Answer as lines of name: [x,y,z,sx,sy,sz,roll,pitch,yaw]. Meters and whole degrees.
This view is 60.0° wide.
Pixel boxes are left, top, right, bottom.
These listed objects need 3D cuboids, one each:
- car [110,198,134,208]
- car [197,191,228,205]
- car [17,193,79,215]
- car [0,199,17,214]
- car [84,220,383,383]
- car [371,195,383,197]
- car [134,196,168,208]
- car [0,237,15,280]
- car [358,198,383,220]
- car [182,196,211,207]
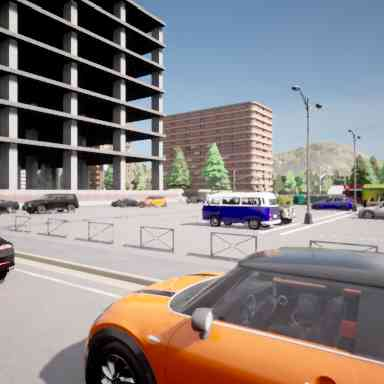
car: [-9.449,1.508,46.951,1.994,1.385,4.181,0,0,35]
car: [3.746,0.824,59.425,2.150,2.045,5.566,0,0,35]
car: [-14.283,1.166,34.033,2.150,2.045,5.566,0,0,35]
car: [-19.591,1.434,32.601,2.128,1.511,4.902,0,0,36]
car: [1.002,1.352,3.274,4.553,1.767,2.097,0,0,35]
car: [17.786,1.153,29.391,4.605,1.855,1.932,0,0,36]
car: [-5.449,1.298,46.546,2.097,1.767,4.553,0,0,35]
car: [-6.511,1.492,8.588,4.902,1.511,2.128,0,0,35]
car: [14.579,1.395,24.826,3.806,1.475,1.970,0,0,36]
car: [0.903,1.472,61.467,2.128,1.511,4.902,0,0,35]
